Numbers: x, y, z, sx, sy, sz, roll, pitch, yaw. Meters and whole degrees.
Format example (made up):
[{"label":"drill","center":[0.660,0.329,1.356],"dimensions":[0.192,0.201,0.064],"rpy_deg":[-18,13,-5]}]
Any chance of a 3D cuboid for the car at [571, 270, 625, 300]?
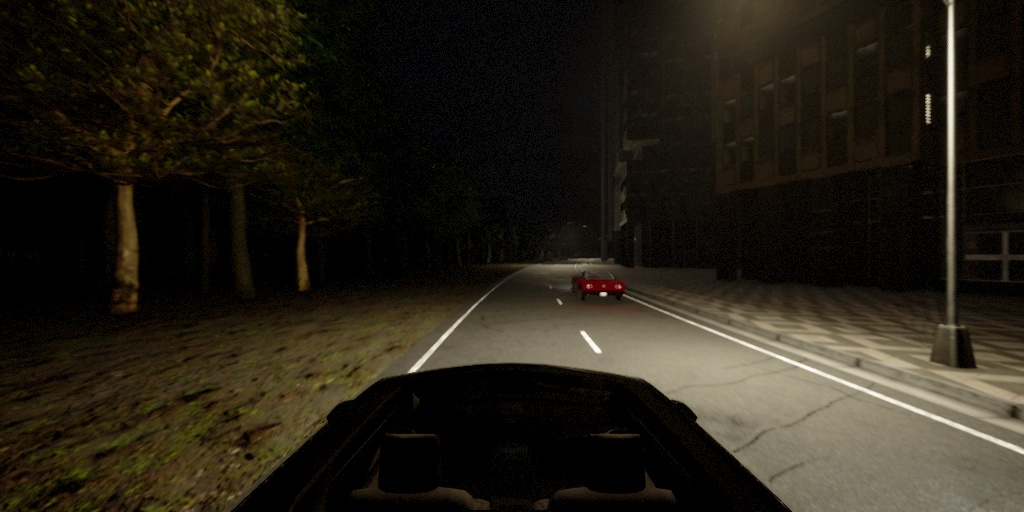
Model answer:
[{"label":"car","center":[4.057,1.353,17.668],"dimensions":[1.895,1.301,4.718],"rpy_deg":[0,0,3]}]
